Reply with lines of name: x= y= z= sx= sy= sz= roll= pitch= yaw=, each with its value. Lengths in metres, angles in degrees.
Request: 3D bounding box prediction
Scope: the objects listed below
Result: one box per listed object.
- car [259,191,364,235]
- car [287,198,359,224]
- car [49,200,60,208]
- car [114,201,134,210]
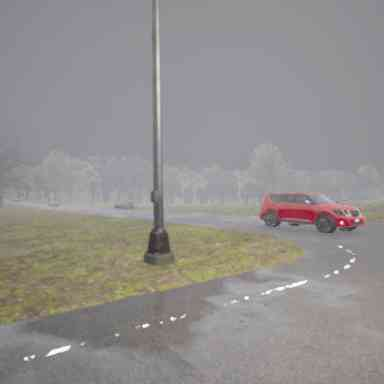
car: x=6.161 y=0.991 z=17.890 sx=2.150 sy=2.045 sz=5.566 roll=1 pitch=-1 yaw=-36
car: x=9.700 y=1.331 z=24.961 sx=2.097 sy=1.767 sz=4.553 roll=2 pitch=-2 yaw=-36
car: x=-29.051 y=2.499 z=70.016 sx=1.837 sy=1.490 sz=4.892 roll=1 pitch=-2 yaw=-28
car: x=-11.112 y=2.185 z=53.978 sx=2.128 sy=1.511 sz=4.902 roll=2 pitch=-2 yaw=-36
